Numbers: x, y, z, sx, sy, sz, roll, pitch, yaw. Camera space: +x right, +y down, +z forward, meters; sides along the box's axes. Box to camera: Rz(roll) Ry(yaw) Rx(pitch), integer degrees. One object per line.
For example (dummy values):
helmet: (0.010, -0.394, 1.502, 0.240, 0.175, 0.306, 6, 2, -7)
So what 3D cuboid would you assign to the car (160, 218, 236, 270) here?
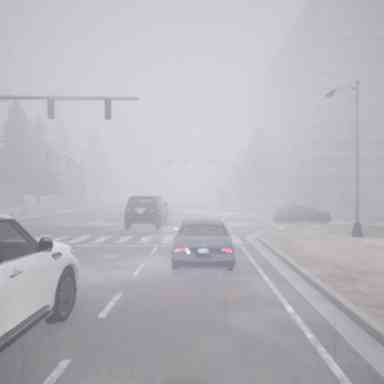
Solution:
car: (0.352, 1.554, 11.015, 2.033, 1.411, 5.357, 0, 0, 1)

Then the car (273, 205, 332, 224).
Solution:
car: (8.308, 1.641, 25.066, 4.181, 1.385, 1.994, 0, 0, -9)

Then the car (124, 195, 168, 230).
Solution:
car: (-2.879, 1.242, 21.631, 2.150, 2.045, 5.566, 0, 0, 1)

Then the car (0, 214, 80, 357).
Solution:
car: (-3.227, 1.220, 4.034, 2.150, 2.045, 5.566, 0, 0, 0)
